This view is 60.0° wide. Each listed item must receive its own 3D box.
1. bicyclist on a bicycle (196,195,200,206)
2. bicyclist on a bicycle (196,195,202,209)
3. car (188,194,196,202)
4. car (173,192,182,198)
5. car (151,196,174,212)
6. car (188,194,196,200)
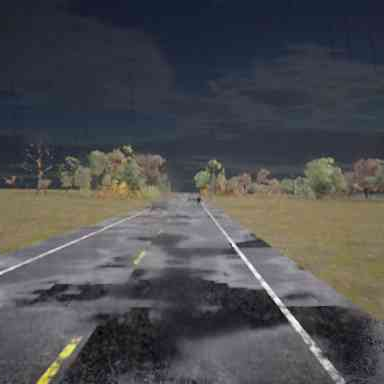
[{"bbox_3d":[0.963,1.328,50.715,0.582,1.620,1.656,0,0,0],"label":"bicyclist on a bicycle"},{"bbox_3d":[0.963,1.268,42.026,0.659,1.776,1.843,0,0,0],"label":"bicyclist on a bicycle"},{"bbox_3d":[0.001,1.357,72.788,2.033,1.411,5.357,0,0,0],"label":"car"},{"bbox_3d":[-3.499,0.771,79.244,2.097,1.767,4.553,0,0,0],"label":"car"},{"bbox_3d":[-3.594,1.454,38.462,2.033,1.411,5.357,0,0,0],"label":"car"},{"bbox_3d":[0.001,1.279,84.440,2.033,1.411,5.357,0,0,0],"label":"car"}]
